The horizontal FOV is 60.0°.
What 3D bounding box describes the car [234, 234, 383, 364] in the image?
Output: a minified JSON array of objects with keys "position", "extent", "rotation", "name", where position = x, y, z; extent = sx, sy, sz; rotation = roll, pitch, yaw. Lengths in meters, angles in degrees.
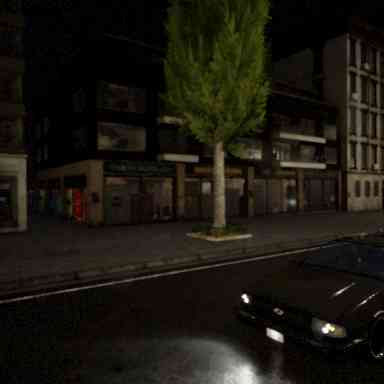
[{"position":[3.290,1.528,5.998],"extent":[5.357,1.411,2.033],"rotation":[0,0,-35],"name":"car"}]
